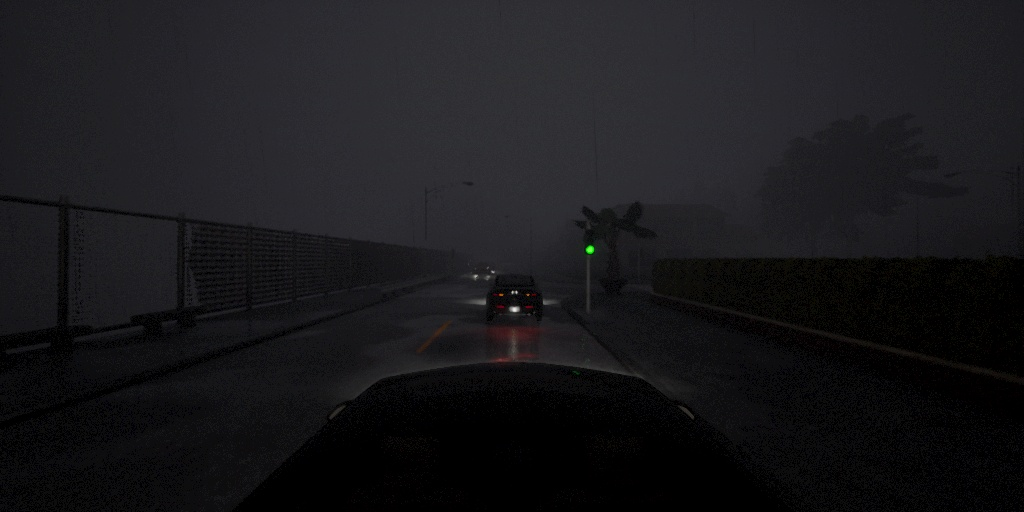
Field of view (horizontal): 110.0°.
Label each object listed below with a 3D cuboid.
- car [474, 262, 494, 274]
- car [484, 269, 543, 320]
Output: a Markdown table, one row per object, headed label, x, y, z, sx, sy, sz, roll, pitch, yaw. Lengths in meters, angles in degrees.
| label | x | y | z | sx | sy | sz | roll | pitch | yaw |
| --- | --- | --- | --- | --- | --- | --- | --- | --- | --- |
| car | -4.079 | 1.632 | 50.326 | 2.097 | 1.767 | 4.553 | 0 | -1 | 0 |
| car | 0.090 | 1.380 | 13.159 | 1.837 | 1.490 | 4.892 | 0 | -1 | 0 |
